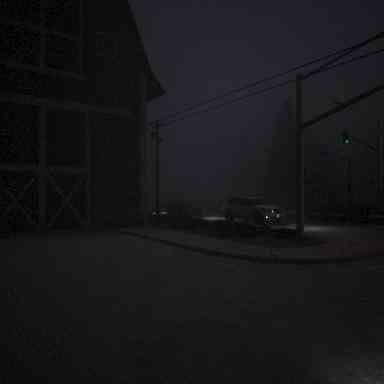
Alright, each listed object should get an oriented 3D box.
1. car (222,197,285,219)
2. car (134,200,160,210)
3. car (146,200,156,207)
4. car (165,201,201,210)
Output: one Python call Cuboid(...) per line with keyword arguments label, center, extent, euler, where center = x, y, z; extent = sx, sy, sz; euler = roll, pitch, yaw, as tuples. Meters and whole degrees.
Cuboid(label="car", center=(4.699, 1.398, 26.483), extent=(2.150, 2.045, 5.566), euler=(0, 0, -34))
Cuboid(label="car", center=(-6.759, 1.918, 49.544), extent=(1.895, 1.301, 4.718), euler=(0, 0, -34))
Cuboid(label="car", center=(-6.329, 1.783, 42.571), extent=(1.837, 1.490, 4.892), euler=(0, 0, -34))
Cuboid(label="car", center=(-0.942, 1.706, 34.710), extent=(1.882, 1.535, 5.008), euler=(0, 0, -35))
